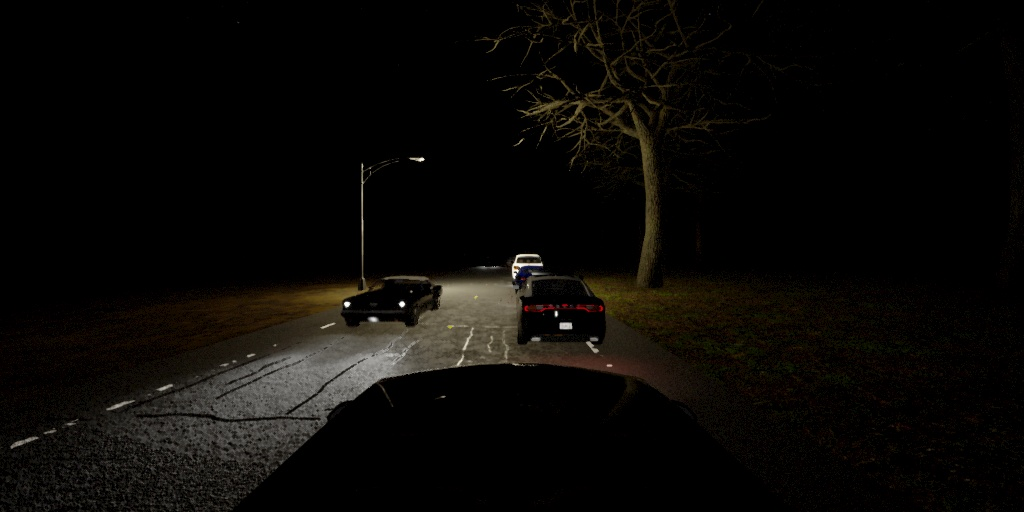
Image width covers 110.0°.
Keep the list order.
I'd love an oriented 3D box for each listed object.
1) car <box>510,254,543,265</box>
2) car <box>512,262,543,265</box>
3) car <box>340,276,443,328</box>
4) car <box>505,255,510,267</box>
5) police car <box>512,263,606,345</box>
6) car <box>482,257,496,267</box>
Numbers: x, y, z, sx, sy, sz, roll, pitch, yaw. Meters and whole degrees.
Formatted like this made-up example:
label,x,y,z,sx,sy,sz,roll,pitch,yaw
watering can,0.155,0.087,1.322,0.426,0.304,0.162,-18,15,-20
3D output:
label,x,y,z,sx,sy,sz,roll,pitch,yaw
car,1.089,0.908,25.549,2.150,2.045,5.566,0,0,0
car,1.079,1.236,19.519,1.812,1.442,4.674,0,0,0
car,-3.586,1.334,11.511,1.895,1.301,4.718,0,0,0
car,0.149,0.909,54.525,1.812,1.442,4.674,0,1,0
police car,1.063,1.164,9.628,1.930,1.638,5.238,0,0,0
car,-3.502,0.870,55.775,1.837,1.490,4.892,0,1,0
